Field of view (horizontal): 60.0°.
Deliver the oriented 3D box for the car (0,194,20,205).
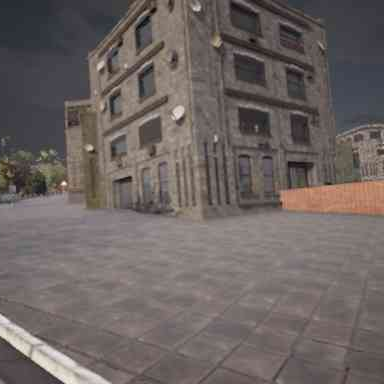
[{"bbox_3d":[-29.306,1.164,53.246,1.837,1.490,4.892,-4,3,-5],"label":"car"}]
